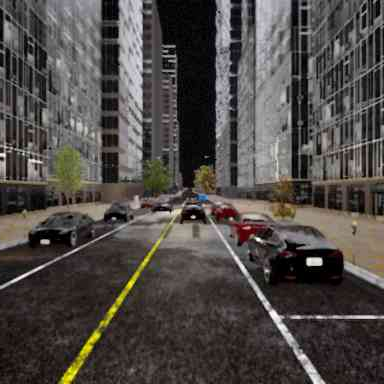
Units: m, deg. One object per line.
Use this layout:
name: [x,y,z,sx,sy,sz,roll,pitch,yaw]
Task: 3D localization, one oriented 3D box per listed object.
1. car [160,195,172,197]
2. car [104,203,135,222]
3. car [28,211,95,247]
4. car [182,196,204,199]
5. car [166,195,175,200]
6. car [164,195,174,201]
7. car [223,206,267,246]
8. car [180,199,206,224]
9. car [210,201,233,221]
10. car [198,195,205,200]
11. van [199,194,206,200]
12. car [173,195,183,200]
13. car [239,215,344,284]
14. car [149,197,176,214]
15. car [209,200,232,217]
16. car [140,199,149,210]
car: [-5.710,1.410,66.312,1.967,1.590,4.097,0,0,0]
car: [-5.700,1.567,26.465,1.947,1.339,4.313,0,0,0]
car: [-5.697,1.568,15.081,1.947,1.339,4.313,0,0,0]
car: [0.088,1.542,42.854,2.033,1.411,5.357,0,0,0]
car: [-5.716,1.485,89.082,2.008,1.369,4.403,0,0,0]
car: [-5.715,1.496,83.390,2.008,1.369,4.403,0,0,0]
car: [2.683,1.547,15.075,1.887,1.381,4.507,0,0,0]
car: [0.097,1.527,24.808,1.812,1.442,4.674,0,0,0]
car: [2.681,1.583,26.460,1.802,1.307,4.206,0,0,0]
car: [2.663,1.472,94.773,2.008,1.369,4.403,0,0,0]
van: [2.666,1.287,83.388,1.690,1.788,3.998,0,0,0]
car: [-3.022,1.389,76.633,1.994,1.385,4.181,0,0,0]
car: [2.685,1.568,9.382,1.947,1.339,4.313,0,0,0]
car: [-3.106,1.563,35.436,1.994,1.385,4.181,0,0,0]
car: [2.679,1.544,32.154,1.887,1.381,4.507,0,0,0]
car: [-5.705,1.539,43.542,1.887,1.381,4.507,0,0,0]
